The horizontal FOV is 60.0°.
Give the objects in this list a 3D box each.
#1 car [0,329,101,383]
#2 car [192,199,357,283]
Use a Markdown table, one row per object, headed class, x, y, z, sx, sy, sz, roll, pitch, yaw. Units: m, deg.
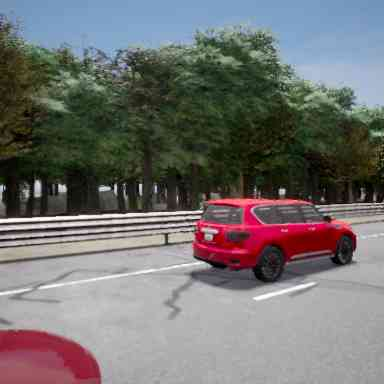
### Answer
| class | x | y | z | sx | sy | sz | roll | pitch | yaw |
| --- | --- | --- | --- | --- | --- | --- | --- | --- | --- |
| car | -2.812 | 1.525 | 1.741 | 4.674 | 1.442 | 1.812 | 0 | 0 | -36 |
| car | 2.602 | 1.214 | 9.903 | 5.566 | 2.045 | 2.150 | 0 | 0 | -36 |
